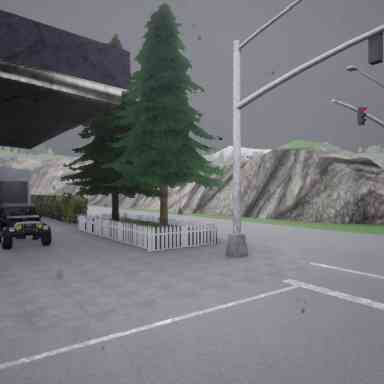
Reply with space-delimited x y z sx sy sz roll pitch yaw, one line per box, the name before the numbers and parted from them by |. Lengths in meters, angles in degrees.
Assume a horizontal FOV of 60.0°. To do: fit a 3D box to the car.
car | -8.074 1.505 15.784 1.905 1.878 3.866 0 0 -37
